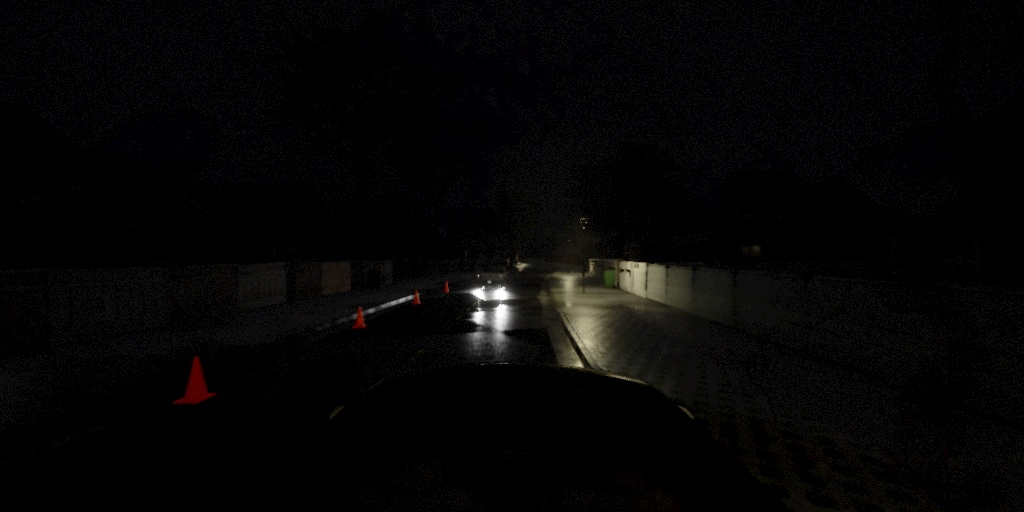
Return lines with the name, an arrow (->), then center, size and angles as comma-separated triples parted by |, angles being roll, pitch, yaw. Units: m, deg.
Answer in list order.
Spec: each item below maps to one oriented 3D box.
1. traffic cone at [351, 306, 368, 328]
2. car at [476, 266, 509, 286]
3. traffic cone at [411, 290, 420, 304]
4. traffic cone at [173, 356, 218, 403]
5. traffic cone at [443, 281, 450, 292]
traffic cone -> -4.272, 1.701, 10.058 | 0.340, 0.580, 0.340 | 0, 0, 2
car -> -1.299, 1.375, 25.182 | 1.895, 1.301, 4.718 | 0, 0, 4
traffic cone -> -4.030, 1.708, 15.103 | 0.340, 0.580, 0.340 | 0, 0, 3
traffic cone -> -4.410, 1.696, 5.008 | 0.340, 0.580, 0.340 | 0, 0, 1
traffic cone -> -3.685, 1.717, 20.142 | 0.340, 0.580, 0.340 | 0, 0, 5
